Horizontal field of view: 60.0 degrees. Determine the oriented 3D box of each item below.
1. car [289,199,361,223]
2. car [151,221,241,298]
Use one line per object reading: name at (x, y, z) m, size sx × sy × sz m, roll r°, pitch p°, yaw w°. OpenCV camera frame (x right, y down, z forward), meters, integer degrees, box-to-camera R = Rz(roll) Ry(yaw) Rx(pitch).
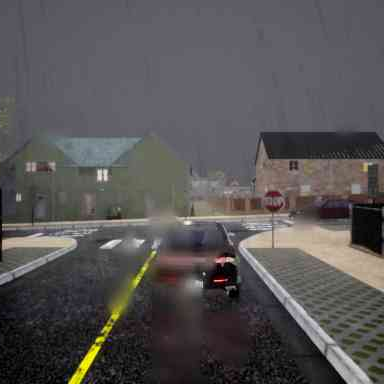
car at (9.148, 1.170, 21.659) m, size 5.357 × 1.411 × 2.033 m, roll -2°, pitch 0°, yaw -3°
car at (0.134, 1.493, 8.537) m, size 2.128 × 1.511 × 4.902 m, roll 0°, pitch 0°, yaw 2°
